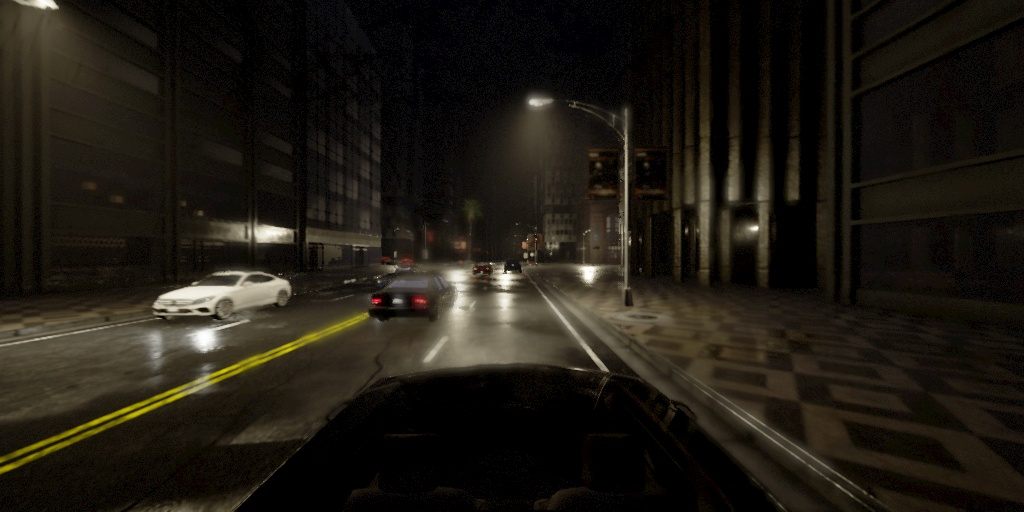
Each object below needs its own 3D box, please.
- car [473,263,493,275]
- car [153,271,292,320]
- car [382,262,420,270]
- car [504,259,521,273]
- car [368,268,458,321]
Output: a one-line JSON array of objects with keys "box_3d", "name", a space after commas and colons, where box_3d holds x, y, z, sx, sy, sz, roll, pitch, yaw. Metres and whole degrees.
[{"box_3d": [-3.150, 1.369, 39.750, 1.895, 1.301, 4.718, 0, 0, 0], "name": "car"}, {"box_3d": [-9.833, 1.279, 12.718, 1.812, 1.442, 4.674, 0, 0, 0], "name": "car"}, {"box_3d": [-6.559, 1.306, 22.068, 2.033, 1.411, 5.357, 0, 0, 0], "name": "car"}, {"box_3d": [0.100, 1.124, 44.774, 2.097, 1.767, 4.553, 0, 0, 0], "name": "car"}, {"box_3d": [-3.152, 1.301, 12.413, 2.033, 1.411, 5.357, 0, 0, 0], "name": "car"}]
